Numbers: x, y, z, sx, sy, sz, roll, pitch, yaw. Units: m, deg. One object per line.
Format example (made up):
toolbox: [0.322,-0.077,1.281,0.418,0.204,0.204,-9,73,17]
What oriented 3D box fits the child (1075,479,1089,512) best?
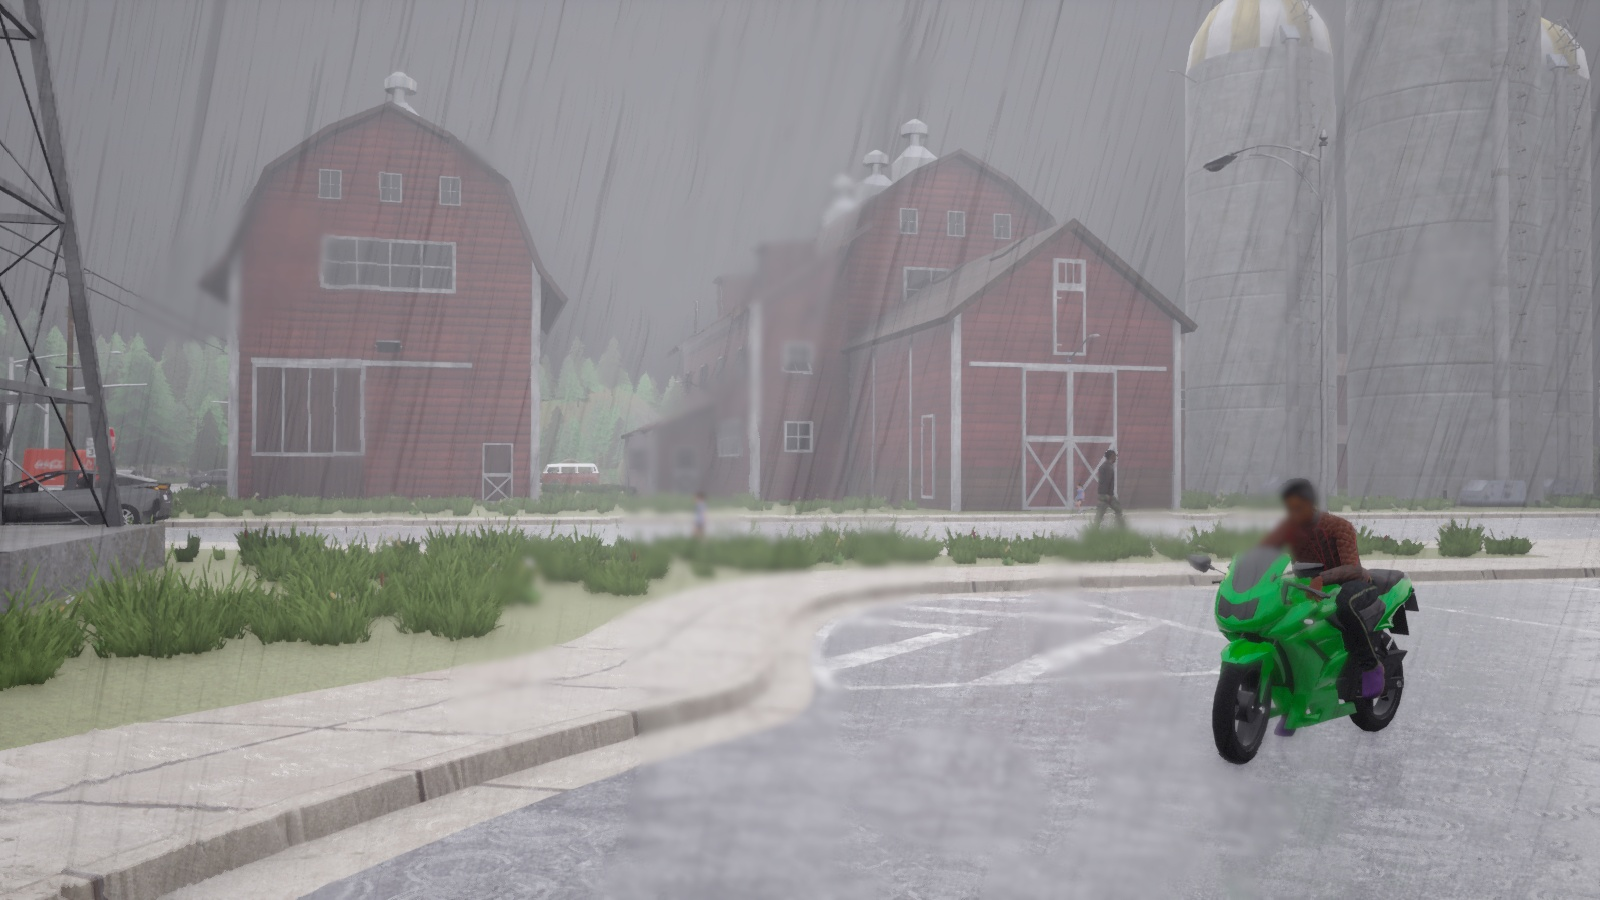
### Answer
child: [9.502,1.521,42.301,0.394,1.110,0.255,0,-1,-16]

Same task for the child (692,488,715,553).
child: [-1.683,1.224,21.898,0.394,1.110,0.255,0,-1,-1]

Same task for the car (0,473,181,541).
car: [-17.472,1.334,29.985,4.514,1.525,2.007,0,-1,-15]

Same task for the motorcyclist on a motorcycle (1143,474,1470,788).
motorcyclist on a motorcycle: [2.901,0.904,7.094,2.044,1.523,0.797,1,-1,-39]

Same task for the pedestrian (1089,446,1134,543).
pedestrian: [6.006,0.852,24.223,0.703,1.840,0.431,0,-1,-15]

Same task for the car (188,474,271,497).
car: [-38.900,2.389,85.722,4.892,1.490,1.837,0,-1,-15]

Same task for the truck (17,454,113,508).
truck: [-35.317,1.483,60.529,2.627,2.467,5.204,0,-1,-14]

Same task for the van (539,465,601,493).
van: [-17.421,2.174,95.091,4.480,2.038,2.069,0,-1,-15]
